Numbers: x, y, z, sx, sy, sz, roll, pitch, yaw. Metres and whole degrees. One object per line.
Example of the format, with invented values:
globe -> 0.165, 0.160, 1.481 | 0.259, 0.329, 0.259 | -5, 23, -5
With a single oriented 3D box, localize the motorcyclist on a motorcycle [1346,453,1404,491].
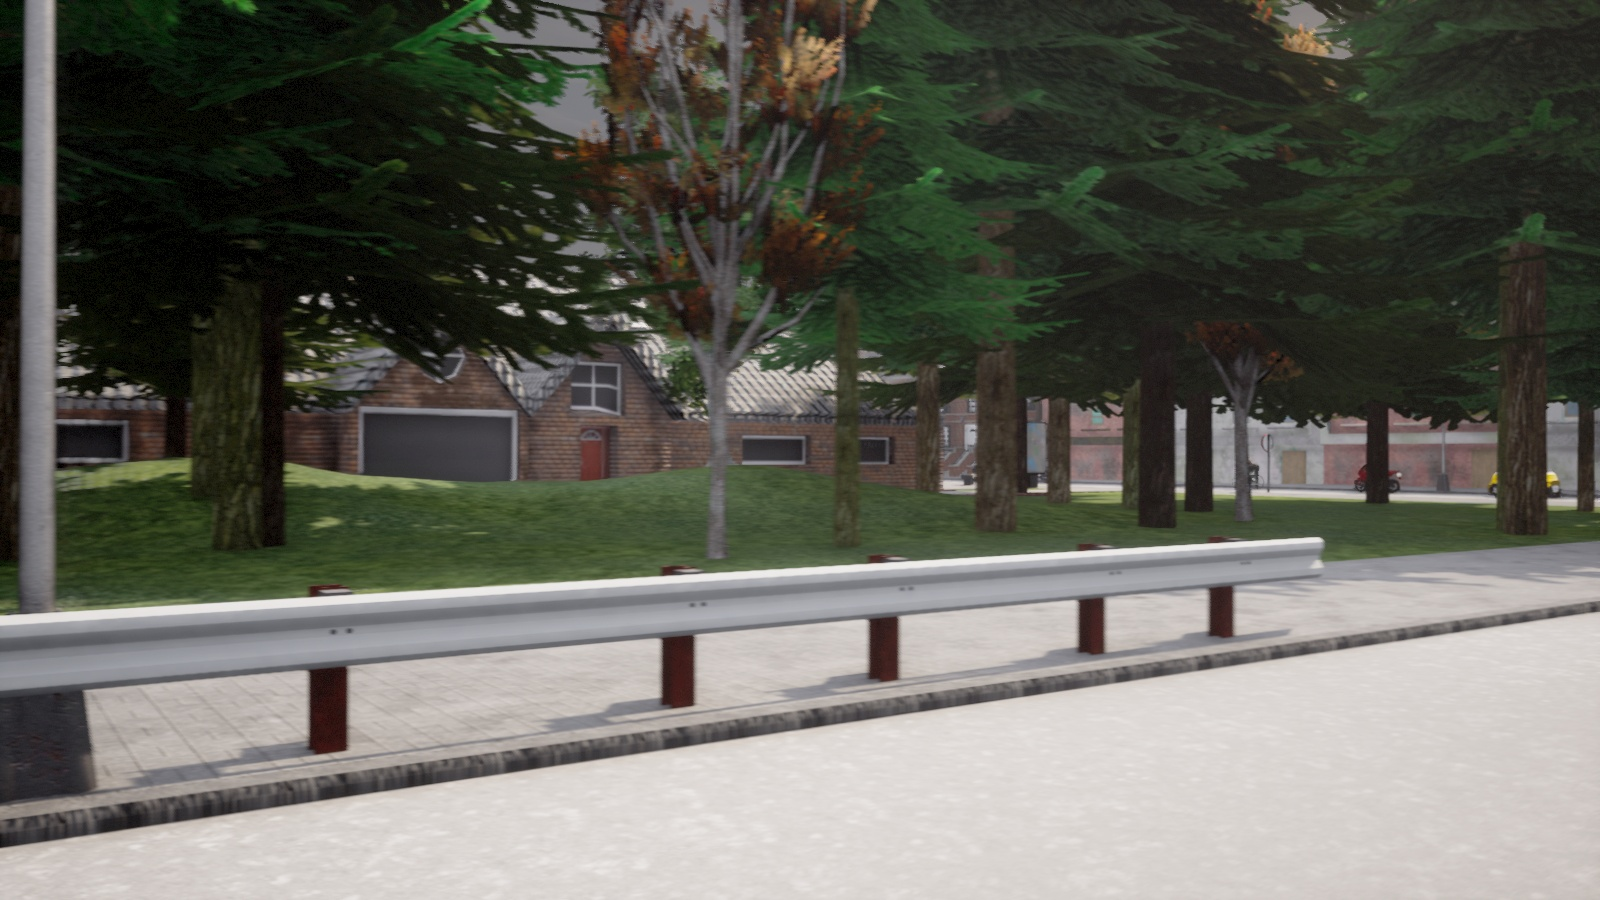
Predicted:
motorcyclist on a motorcycle -> 23.383, 0.877, 51.083 | 0.797, 1.523, 2.044 | 0, 0, -35

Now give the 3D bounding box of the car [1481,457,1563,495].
car -> 26.631, 0.932, 46.349 | 1.481, 1.376, 2.207 | 0, 0, -34
